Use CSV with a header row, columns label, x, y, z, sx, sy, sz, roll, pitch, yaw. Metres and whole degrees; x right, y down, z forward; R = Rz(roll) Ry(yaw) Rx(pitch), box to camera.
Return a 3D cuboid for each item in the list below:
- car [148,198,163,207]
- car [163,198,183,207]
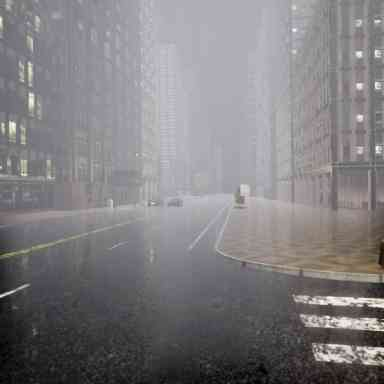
label,x,y,z,sx,sy,sz,roll,pitch,yaw
car,-5.867,1.667,54.401,2.128,1.511,4.902,-1,0,8
car,-2.647,1.678,53.956,2.033,1.411,5.357,-1,0,8
